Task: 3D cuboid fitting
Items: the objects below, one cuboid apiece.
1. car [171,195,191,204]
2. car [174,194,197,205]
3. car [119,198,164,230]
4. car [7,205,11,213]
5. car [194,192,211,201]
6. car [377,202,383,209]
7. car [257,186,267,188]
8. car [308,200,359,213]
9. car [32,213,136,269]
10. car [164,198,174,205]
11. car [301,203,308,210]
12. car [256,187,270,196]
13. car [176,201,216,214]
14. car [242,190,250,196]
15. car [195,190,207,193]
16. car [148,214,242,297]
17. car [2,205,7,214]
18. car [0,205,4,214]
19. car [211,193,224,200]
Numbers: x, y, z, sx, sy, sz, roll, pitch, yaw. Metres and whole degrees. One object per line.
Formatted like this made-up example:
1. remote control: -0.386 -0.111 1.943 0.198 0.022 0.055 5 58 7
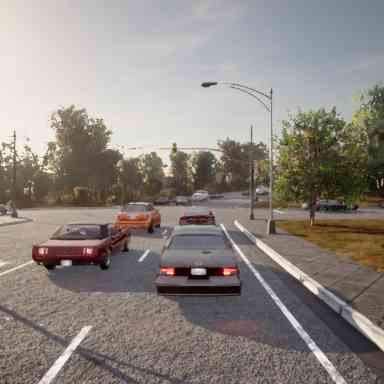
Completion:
1. car: -2.185 1.470 66.478 2.033 1.411 5.357 0 2 20
2. car: -1.320 1.636 58.035 2.033 1.411 5.357 0 1 15
3. car: -3.138 1.397 20.108 2.097 1.767 4.553 0 0 2
4. car: -22.425 1.745 36.385 4.902 1.511 2.128 -1 0 2
5. car: 1.736 1.388 66.956 1.812 1.442 4.674 0 2 21
6. car: 25.750 1.401 40.656 5.357 1.411 2.033 -2 0 3
7. car: 20.017 -0.763 93.188 2.150 2.045 5.566 0 3 38
8. car: 16.123 1.646 37.739 4.718 1.301 1.895 -1 0 4
9. car: -3.336 1.618 11.130 1.895 1.301 4.718 0 0 1
10. car: -5.152 1.715 57.272 1.895 1.301 4.718 0 1 16
11. car: 16.053 1.662 41.249 4.718 1.301 1.895 -1 0 4
12. car: 17.866 0.264 83.786 1.895 1.301 4.718 0 3 33
13. car: 0.330 1.518 18.539 1.882 1.535 5.008 0 0 2
14. car: 14.325 0.261 84.711 2.128 1.511 4.902 0 3 33
15. car: 1.862 0.733 76.258 2.150 2.045 5.566 0 2 23
16. car: 0.144 1.558 8.792 2.033 1.411 5.357 0 0 0
17. car: -21.556 1.708 32.839 4.902 1.511 2.128 -1 0 4
18. car: -3.408 1.222 1.359 2.150 2.045 5.566 0 0 -1
19. car: 5.682 1.021 76.188 1.895 1.301 4.718 0 3 26
